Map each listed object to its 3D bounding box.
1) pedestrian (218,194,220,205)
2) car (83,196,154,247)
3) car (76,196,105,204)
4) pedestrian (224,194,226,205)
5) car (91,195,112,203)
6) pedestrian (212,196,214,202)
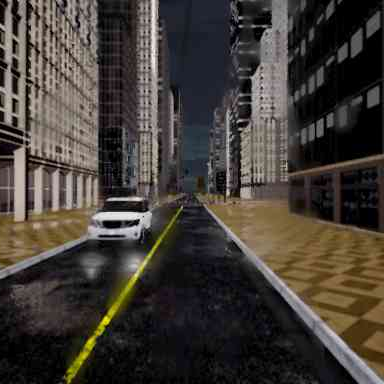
[{"bbox_3d":[4.618,1.250,56.528,0.375,1.860,0.375,0,0,0],"label":"pedestrian"},{"bbox_3d":[-3.105,1.249,15.624,2.150,2.045,5.566,0,-1,0],"label":"car"},{"bbox_3d":[-18.914,1.501,62.158,4.829,1.417,1.752,0,-1,-1],"label":"car"},{"bbox_3d":[5.618,1.309,57.128,0.375,1.860,0.375,0,0,0],"label":"pedestrian"},{"bbox_3d":[-19.226,1.458,70.795,4.097,1.590,1.967,0,-1,-1],"label":"car"},{"bbox_3d":[3.618,1.139,57.728,0.500,1.100,0.500,0,0,0],"label":"pedestrian"}]
